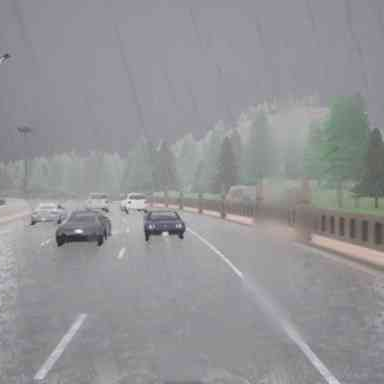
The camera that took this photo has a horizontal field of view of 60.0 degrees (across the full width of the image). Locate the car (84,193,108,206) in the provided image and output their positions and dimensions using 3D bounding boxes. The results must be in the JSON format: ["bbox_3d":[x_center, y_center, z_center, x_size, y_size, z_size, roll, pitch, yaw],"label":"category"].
[{"bbox_3d":[-10.668,1.179,37.082,2.150,2.045,5.566,0,0,-21],"label":"car"}]

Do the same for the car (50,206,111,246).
[{"bbox_3d":[-4.882,1.547,15.413,1.994,1.385,4.181,0,0,-9],"label":"car"}]

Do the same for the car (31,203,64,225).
[{"bbox_3d":[-10.129,1.508,23.676,1.812,1.442,4.674,0,0,-14],"label":"car"}]

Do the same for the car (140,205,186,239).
[{"bbox_3d":[-1.563,1.570,17.102,1.895,1.301,4.718,0,0,-9],"label":"car"}]

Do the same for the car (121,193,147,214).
[{"bbox_3d":[-6.132,1.169,34.863,2.150,2.045,5.566,0,0,-19],"label":"car"}]
